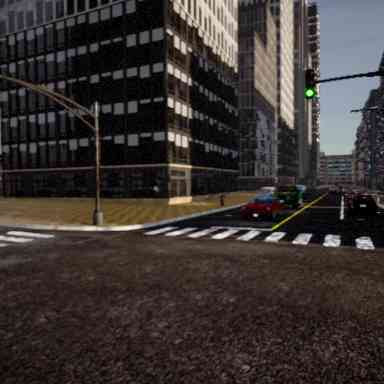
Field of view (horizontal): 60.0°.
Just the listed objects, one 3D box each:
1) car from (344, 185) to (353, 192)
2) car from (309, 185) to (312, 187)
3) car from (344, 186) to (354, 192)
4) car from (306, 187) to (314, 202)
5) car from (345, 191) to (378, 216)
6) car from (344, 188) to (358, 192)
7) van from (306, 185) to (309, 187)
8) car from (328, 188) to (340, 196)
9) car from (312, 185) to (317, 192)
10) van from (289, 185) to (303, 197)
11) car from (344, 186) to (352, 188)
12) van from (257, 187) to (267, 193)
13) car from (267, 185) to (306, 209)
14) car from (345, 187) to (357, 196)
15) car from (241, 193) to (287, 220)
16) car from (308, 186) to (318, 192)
[{"bbox_3d":[39.264,-0.922,83.394,1.967,1.590,4.097,0,1,25],"label":"car"},{"bbox_3d":[22.255,-0.252,66.305,2.008,1.369,4.403,0,1,25],"label":"car"},{"bbox_3d":[36.919,-0.657,78.254,1.947,1.339,4.313,0,1,25],"label":"car"},{"bbox_3d":[12.966,0.456,39.666,1.994,1.385,4.181,0,1,25],"label":"car"},{"bbox_3d":[11.662,0.849,22.908,1.947,1.339,4.313,0,1,25],"label":"car"},{"bbox_3d":[15.798,0.580,31.972,1.887,1.381,4.507,0,1,25],"label":"car"},{"bbox_3d":[19.905,-0.322,61.159,1.690,1.788,3.998,0,1,25],"label":"van"},{"bbox_3d":[24.278,-0.010,56.787,1.895,1.301,4.718,0,1,25],"label":"car"},{"bbox_3d":[26.945,-0.766,76.586,2.192,1.841,5.009,0,1,25],"label":"car"},{"bbox_3d":[17.558,-0.182,56.016,1.690,1.788,3.998,0,1,25],"label":"van"},{"bbox_3d":[22.838,0.165,47.400,2.008,1.369,4.403,0,1,25],"label":"car"},{"bbox_3d":[8.171,0.379,35.447,1.690,1.788,3.998,0,1,25],"label":"van"},{"bbox_3d":[8.756,0.365,30.490,2.150,2.045,5.566,0,1,24],"label":"car"},{"bbox_3d":[27.531,-0.121,57.683,1.887,1.381,4.507,0,1,25],"label":"car"},{"bbox_3d":[4.652,0.990,21.495,1.895,1.301,4.718,0,1,25],"label":"car"},{"bbox_3d":[31.641,-0.794,86.876,1.947,1.339,4.313,0,1,25],"label":"car"}]
